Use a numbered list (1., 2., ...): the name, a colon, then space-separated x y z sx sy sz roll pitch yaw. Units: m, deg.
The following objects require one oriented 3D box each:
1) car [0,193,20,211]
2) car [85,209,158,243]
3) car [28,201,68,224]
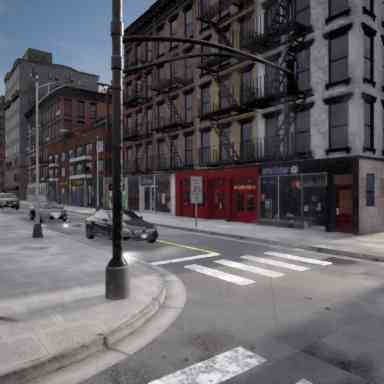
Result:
1. car: -22.143 1.150 39.705 2.150 2.045 5.566 0 0 -37
2. car: -3.383 1.508 15.235 1.812 1.442 4.674 0 0 -39
3. car: -10.854 1.452 24.927 2.128 1.511 4.902 0 0 -38
